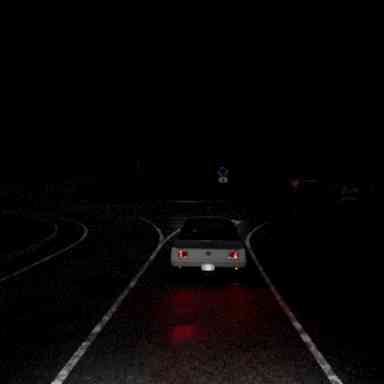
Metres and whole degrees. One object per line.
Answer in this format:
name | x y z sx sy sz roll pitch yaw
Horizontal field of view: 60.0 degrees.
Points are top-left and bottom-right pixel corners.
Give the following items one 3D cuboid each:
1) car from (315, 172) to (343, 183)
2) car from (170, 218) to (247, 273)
car | 19.499 -2.104 47.546 1.812 1.442 4.674 -1 6 -13
car | 0.515 1.449 10.260 1.895 1.301 4.718 0 2 3
